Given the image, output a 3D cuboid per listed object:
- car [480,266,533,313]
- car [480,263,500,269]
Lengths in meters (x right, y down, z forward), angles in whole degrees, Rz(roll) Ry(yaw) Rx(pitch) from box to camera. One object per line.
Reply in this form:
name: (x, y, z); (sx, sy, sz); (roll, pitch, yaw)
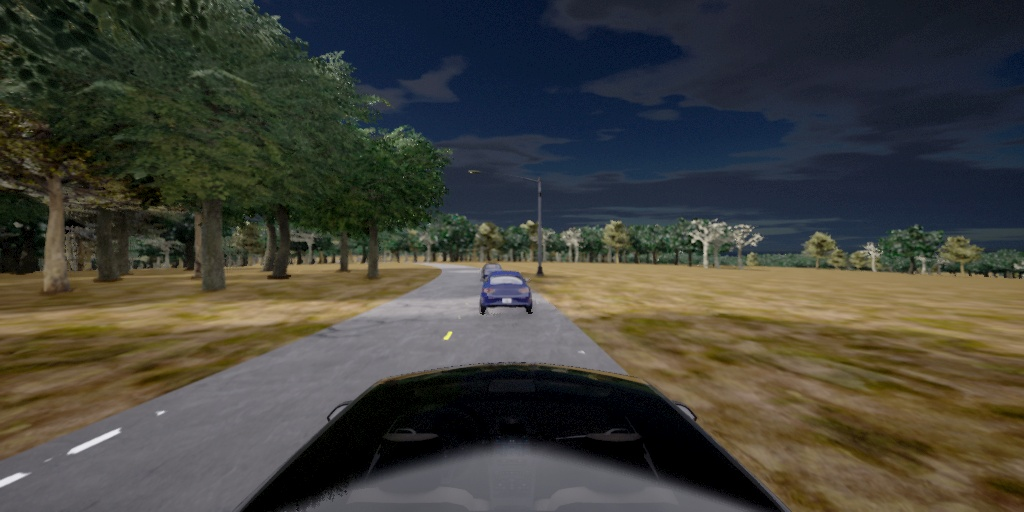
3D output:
car: (-0.270, 1.287, 13.919); (1.812, 1.442, 4.674); (0, 0, -3)
car: (-1.788, 1.342, 32.212); (2.033, 1.411, 5.357); (0, 0, -7)
